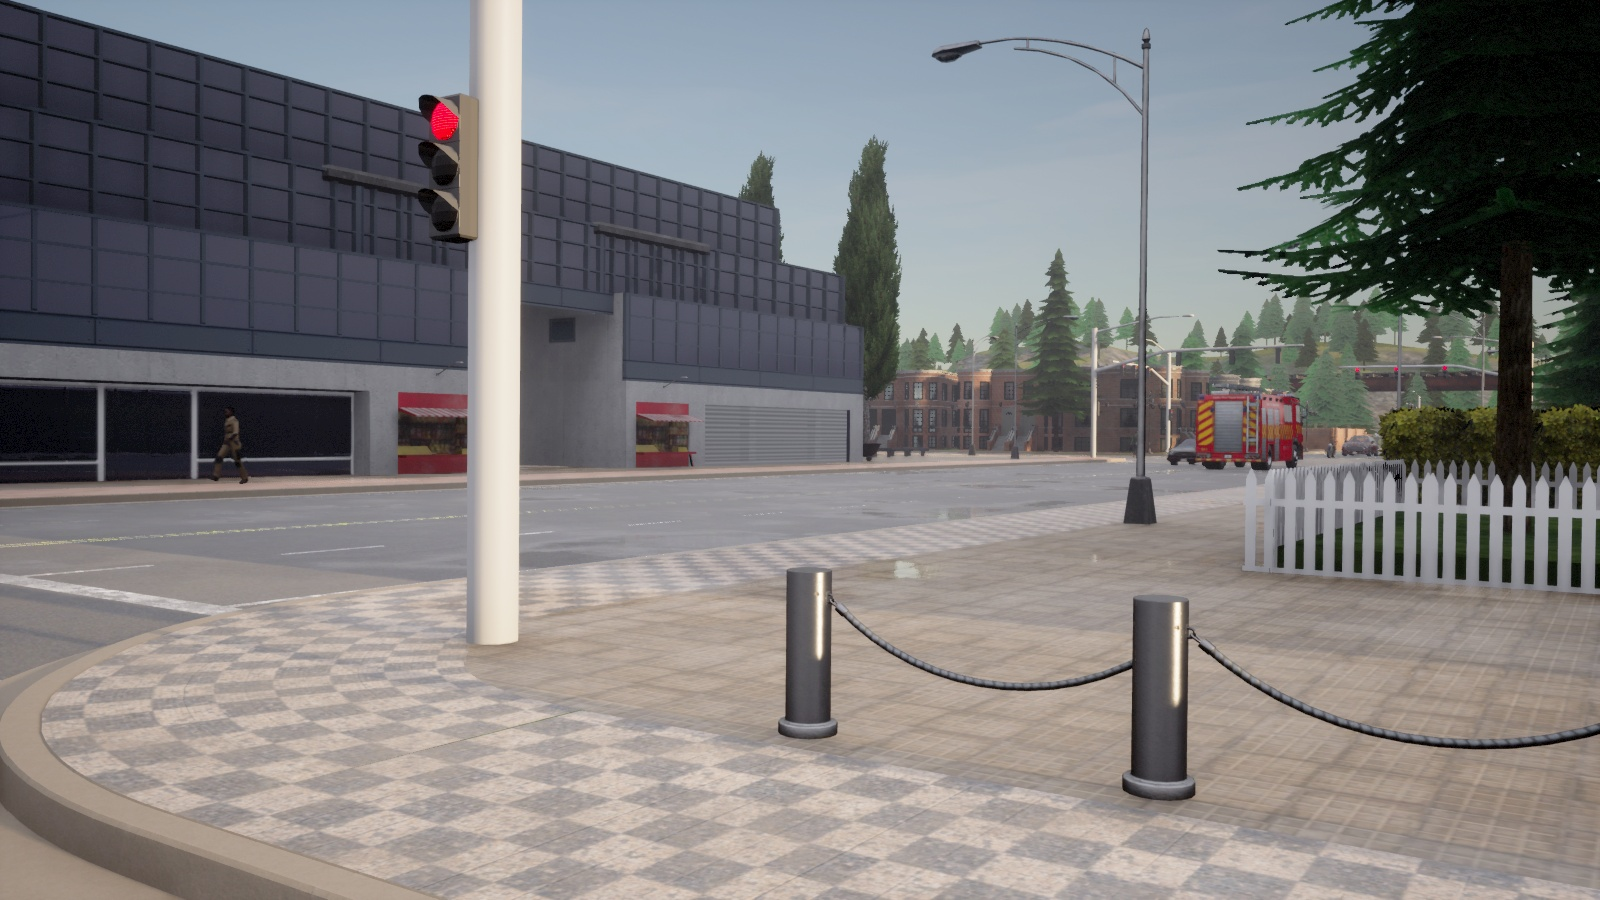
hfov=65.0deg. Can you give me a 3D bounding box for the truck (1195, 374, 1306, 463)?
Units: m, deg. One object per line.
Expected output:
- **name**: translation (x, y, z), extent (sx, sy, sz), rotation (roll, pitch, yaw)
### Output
- **truck**: translation (21.085, -1.422, 58.443), extent (2.891, 3.827, 8.468), rotation (0, 1, 34)

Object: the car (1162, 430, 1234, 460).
- **car**: translation (20.106, -0.267, 63.279), extent (2.033, 1.411, 5.357), rotation (0, 1, 34)

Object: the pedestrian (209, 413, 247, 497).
- **pedestrian**: translation (-13.297, 0.112, 29.202), extent (0.396, 1.930, 0.692), rotation (0, 1, 31)
